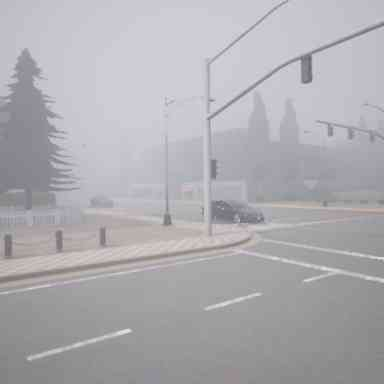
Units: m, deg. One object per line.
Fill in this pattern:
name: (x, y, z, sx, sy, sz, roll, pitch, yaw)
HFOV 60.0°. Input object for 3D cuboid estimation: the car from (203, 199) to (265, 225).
car: (2.674, 1.290, 22.157, 1.837, 1.490, 4.892, -1, 3, -36)

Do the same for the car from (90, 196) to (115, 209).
car: (-11.382, 1.233, 41.842, 1.837, 1.490, 4.892, -1, 1, -36)
